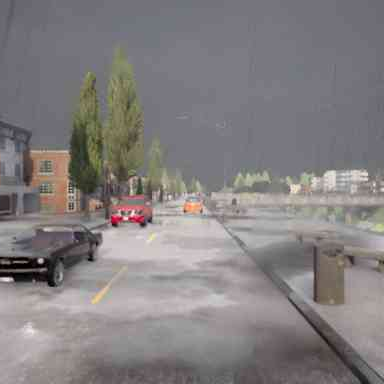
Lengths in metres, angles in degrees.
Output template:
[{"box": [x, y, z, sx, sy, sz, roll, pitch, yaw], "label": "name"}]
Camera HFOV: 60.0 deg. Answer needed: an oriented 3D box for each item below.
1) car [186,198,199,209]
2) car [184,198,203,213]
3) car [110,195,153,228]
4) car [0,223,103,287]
[{"box": [0.137, 1.646, 48.114, 1.812, 1.442, 4.674, 0, 0, 0], "label": "car"}, {"box": [0.138, 1.448, 38.219, 2.097, 1.767, 4.553, 0, 0, 0], "label": "car"}, {"box": [-4.057, 1.279, 23.194, 2.150, 2.045, 5.566, 0, 0, 0], "label": "car"}, {"box": [-4.086, 1.625, 9.546, 1.895, 1.301, 4.718, 0, 0, 0], "label": "car"}]
